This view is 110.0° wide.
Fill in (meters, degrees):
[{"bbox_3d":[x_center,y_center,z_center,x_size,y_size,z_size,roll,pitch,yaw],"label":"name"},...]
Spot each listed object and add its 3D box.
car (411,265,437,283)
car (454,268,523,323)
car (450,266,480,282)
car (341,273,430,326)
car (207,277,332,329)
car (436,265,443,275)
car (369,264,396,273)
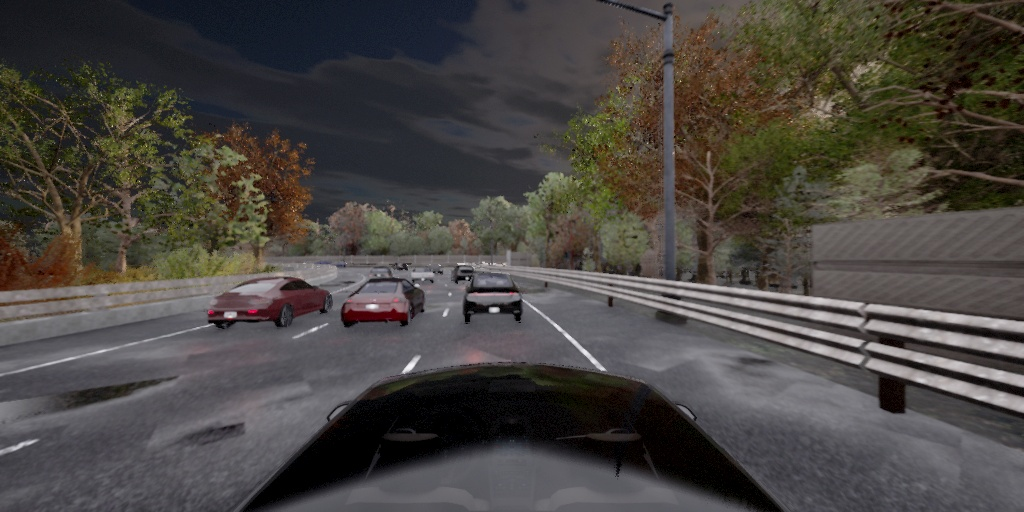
[{"bbox_3d":[-8.200,1.704,32.482,1.895,1.301,4.718,0,-1,-17],"label":"car"},{"bbox_3d":[-0.731,1.362,12.747,2.128,1.511,4.902,0,-1,-5],"label":"car"},{"bbox_3d":[-4.283,1.586,31.473,1.837,1.490,4.892,0,-1,-15],"label":"car"},{"bbox_3d":[-4.183,1.439,12.241,1.994,1.385,4.181,0,-1,-5],"label":"car"},{"bbox_3d":[-7.614,1.404,11.728,1.812,1.442,4.674,0,-1,-5],"label":"car"},{"bbox_3d":[-10.766,1.885,48.636,1.895,1.301,4.718,0,-1,-25],"label":"car"},{"bbox_3d":[-11.388,1.645,31.107,2.033,1.411,5.357,0,-1,-17],"label":"car"}]
